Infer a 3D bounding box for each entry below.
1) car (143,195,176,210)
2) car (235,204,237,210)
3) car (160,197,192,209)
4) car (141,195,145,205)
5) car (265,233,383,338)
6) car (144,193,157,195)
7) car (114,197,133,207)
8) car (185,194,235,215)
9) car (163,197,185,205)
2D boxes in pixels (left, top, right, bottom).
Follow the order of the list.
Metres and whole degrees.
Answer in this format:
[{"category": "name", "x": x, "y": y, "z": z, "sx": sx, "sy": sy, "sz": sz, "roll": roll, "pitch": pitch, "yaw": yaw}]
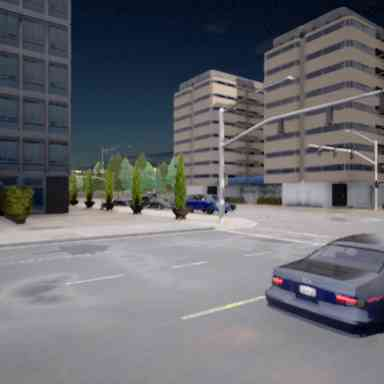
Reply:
[{"category": "car", "x": -4.046, "y": 1.497, "z": 42.400, "sx": 1.837, "sy": 1.490, "sz": 4.892, "roll": 0, "pitch": 0, "yaw": -35}, {"category": "car", "x": 3.013, "y": 1.592, "z": 38.405, "sx": 1.895, "sy": 1.301, "sz": 4.718, "roll": 0, "pitch": 0, "yaw": -35}, {"category": "car", "x": -2.321, "y": 1.482, "z": 46.046, "sx": 2.128, "sy": 1.511, "sz": 4.902, "roll": 0, "pitch": 0, "yaw": -35}, {"category": "car", "x": -8.428, "y": 1.591, "z": 54.811, "sx": 1.895, "sy": 1.301, "sz": 4.718, "roll": 0, "pitch": 0, "yaw": -35}, {"category": "car", "x": 3.809, "y": 1.546, "z": 6.500, "sx": 5.357, "sy": 1.411, "sz": 2.033, "roll": 0, "pitch": 0, "yaw": -35}, {"category": "car", "x": -8.956, "y": 1.209, "z": 68.068, "sx": 2.150, "sy": 2.045, "sz": 5.566, "roll": 0, "pitch": 0, "yaw": -35}, {"category": "car", "x": -10.421, "y": 1.539, "z": 51.541, "sx": 2.033, "sy": 1.411, "sz": 5.357, "roll": 0, "pitch": 0, "yaw": -35}, {"category": "car", "x": 1.551, "y": 1.214, "z": 34.385, "sx": 2.150, "sy": 2.045, "sz": 5.566, "roll": 0, "pitch": 0, "yaw": -35}, {"category": "car", "x": -3.248, "y": 1.552, "z": 59.932, "sx": 1.994, "sy": 1.385, "sz": 4.181, "roll": 0, "pitch": 0, "yaw": -34}]
